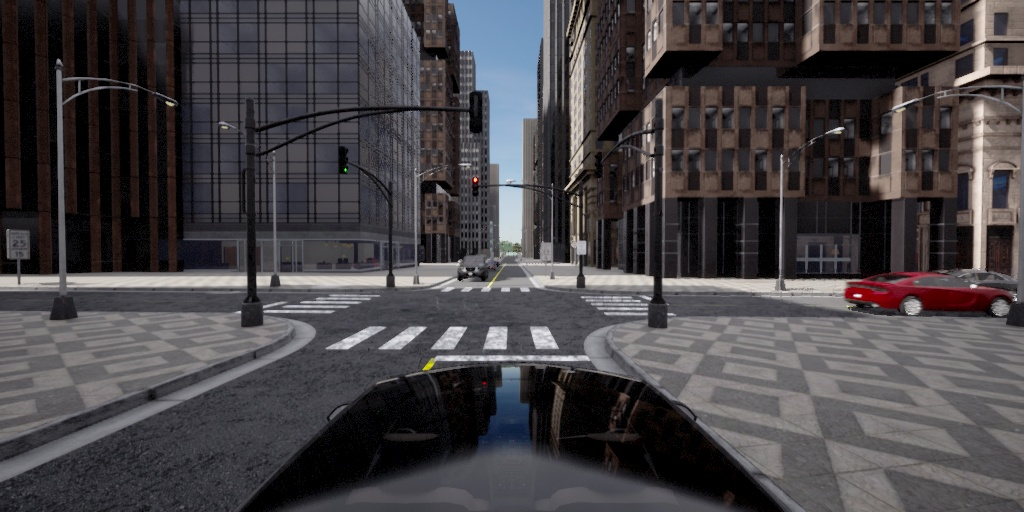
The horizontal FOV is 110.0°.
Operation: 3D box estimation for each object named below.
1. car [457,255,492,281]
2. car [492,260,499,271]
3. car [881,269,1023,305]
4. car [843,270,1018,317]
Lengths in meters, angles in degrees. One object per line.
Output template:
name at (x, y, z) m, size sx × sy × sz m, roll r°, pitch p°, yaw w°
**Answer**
car at (-3.112, 0.946, 29.560) m, size 2.150 × 2.045 × 5.566 m, roll 0°, pitch 1°, yaw 0°
car at (-3.109, 1.277, 46.583) m, size 1.994 × 1.385 × 4.181 m, roll 0°, pitch 0°, yaw 0°
car at (20.500, 1.389, 16.621) m, size 4.892 × 1.490 × 1.837 m, roll 0°, pitch 1°, yaw 0°
car at (15.562, 1.371, 13.530) m, size 5.008 × 1.535 × 1.882 m, roll 0°, pitch 1°, yaw 1°
